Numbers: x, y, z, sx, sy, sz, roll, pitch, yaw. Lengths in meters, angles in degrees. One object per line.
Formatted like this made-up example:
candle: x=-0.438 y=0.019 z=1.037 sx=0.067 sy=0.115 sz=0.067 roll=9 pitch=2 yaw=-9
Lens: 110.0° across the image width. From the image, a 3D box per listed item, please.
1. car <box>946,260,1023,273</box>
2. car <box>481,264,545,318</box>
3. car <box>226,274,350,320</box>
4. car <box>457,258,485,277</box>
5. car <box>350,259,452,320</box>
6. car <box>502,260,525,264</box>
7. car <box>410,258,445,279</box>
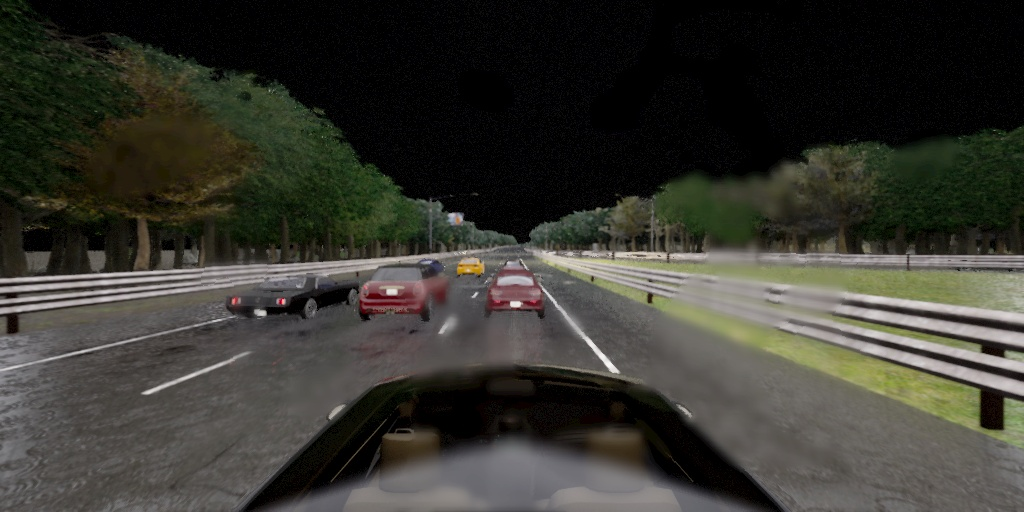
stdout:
car: x=38.826 y=0.607 z=29.363 sx=4.181 sy=1.385 sz=1.994 roll=1 pitch=1 yaw=42
car: x=0.100 y=1.183 z=12.486 sx=1.812 sy=1.442 sz=4.674 roll=0 pitch=1 yaw=0
car: x=-6.906 y=1.262 z=12.079 sx=1.895 sy=1.301 sz=4.718 roll=0 pitch=0 yaw=0
car: x=-3.400 y=0.914 z=30.242 sx=1.882 sy=1.535 sz=5.008 roll=0 pitch=1 yaw=0
car: x=-3.400 y=1.012 z=12.282 sx=2.097 sy=1.767 sz=4.553 roll=0 pitch=1 yaw=0
car: x=0.100 y=1.018 z=29.162 sx=1.994 sy=1.385 sz=4.181 roll=0 pitch=1 yaw=0
car: x=-6.888 y=0.969 z=29.834 sx=1.812 sy=1.442 sz=4.674 roll=0 pitch=1 yaw=0
